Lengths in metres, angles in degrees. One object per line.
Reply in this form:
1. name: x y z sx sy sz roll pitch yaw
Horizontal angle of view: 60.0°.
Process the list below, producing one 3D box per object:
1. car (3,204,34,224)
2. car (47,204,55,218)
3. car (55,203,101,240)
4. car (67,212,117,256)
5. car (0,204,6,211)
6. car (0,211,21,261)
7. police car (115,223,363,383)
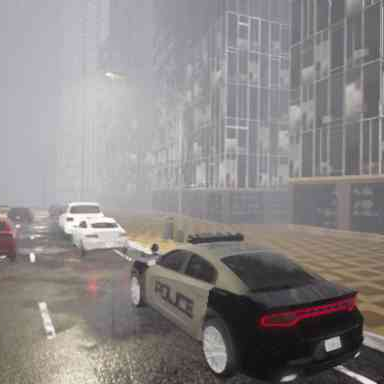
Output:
1. car: -15.789 2.087 30.712 1.882 1.535 5.008 1 -1 -22
2. car: -16.019 2.406 39.679 1.895 1.301 4.718 1 -1 -21
3. car: -6.689 1.639 19.878 2.150 2.045 5.566 1 -1 -25
4. car: -4.134 1.833 14.574 1.812 1.442 4.674 1 -1 -26
5. car: -25.175 2.339 44.438 1.882 1.535 5.008 1 -1 -24
6. car: -7.818 1.734 12.869 1.882 1.535 5.008 1 -1 -27
7. police car: 0.347 1.561 6.038 1.930 1.638 5.238 1 -1 -29
